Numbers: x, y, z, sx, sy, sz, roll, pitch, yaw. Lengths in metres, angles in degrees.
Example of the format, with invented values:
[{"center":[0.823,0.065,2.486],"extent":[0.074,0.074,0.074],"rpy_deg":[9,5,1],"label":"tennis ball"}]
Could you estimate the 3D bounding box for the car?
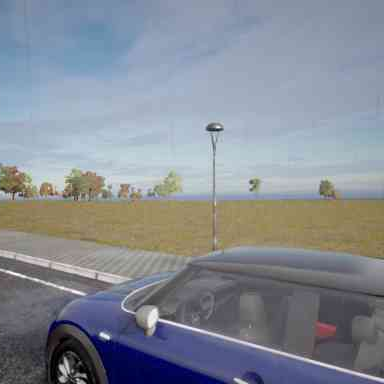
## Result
[{"center":[0.541,1.353,3.328],"extent":[4.553,1.767,2.097],"rpy_deg":[0,0,36],"label":"car"}]
